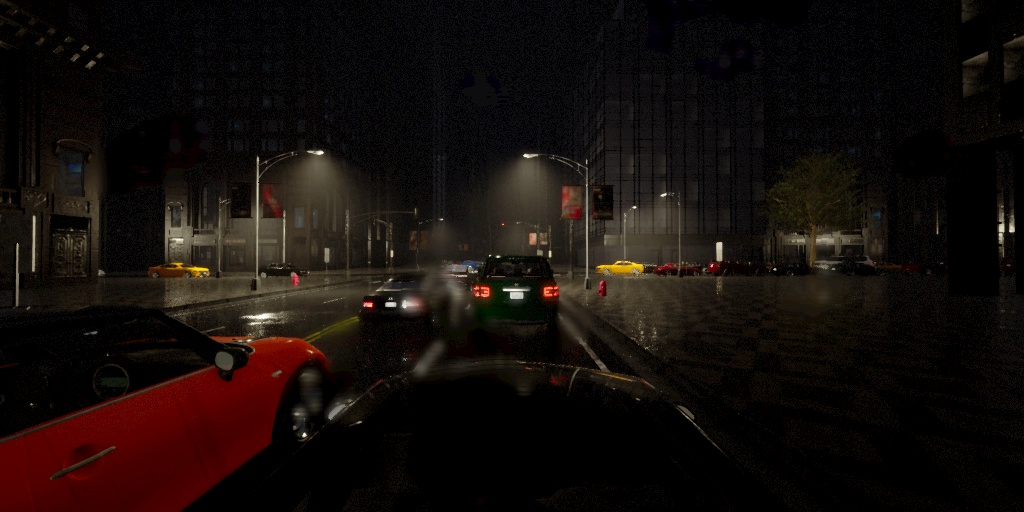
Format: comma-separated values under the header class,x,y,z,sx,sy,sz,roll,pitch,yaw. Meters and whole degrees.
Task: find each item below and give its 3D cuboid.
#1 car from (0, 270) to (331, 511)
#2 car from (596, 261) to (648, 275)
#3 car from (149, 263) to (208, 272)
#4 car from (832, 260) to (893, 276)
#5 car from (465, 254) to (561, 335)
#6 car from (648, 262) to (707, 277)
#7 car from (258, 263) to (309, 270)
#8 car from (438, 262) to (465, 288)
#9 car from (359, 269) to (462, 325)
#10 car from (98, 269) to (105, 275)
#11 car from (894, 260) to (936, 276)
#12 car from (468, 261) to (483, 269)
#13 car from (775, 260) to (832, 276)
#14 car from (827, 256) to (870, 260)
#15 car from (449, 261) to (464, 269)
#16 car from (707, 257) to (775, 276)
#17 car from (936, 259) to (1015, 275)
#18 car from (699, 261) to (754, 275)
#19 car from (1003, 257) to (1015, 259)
class,x,y,z,sx,sy,sz,roll,pitch,yaw
car,-3.146,1.102,2.342,2.097,1.767,4.553,0,0,0
car,11.702,1.305,39.125,5.008,1.535,1.882,0,-1,0
car,-32.873,1.452,35.489,5.008,1.535,1.882,0,-1,0
car,32.282,1.260,33.605,4.313,1.339,1.948,0,0,-1
car,0.115,0.979,10.670,2.150,2.045,5.566,0,0,0
car,15.369,1.327,33.370,4.207,1.307,1.802,0,0,-1
car,-22.556,1.432,35.460,4.892,1.490,1.837,0,-1,0
car,-3.122,1.280,21.491,2.128,1.511,4.902,0,0,0
car,-3.120,1.307,11.754,2.033,1.411,5.357,0,0,0
car,-43.294,1.548,35.519,4.674,1.442,1.812,0,-1,0
car,42.570,1.179,36.378,5.008,1.535,1.882,0,-1,0
car,-6.454,1.600,64.073,2.033,1.411,5.357,0,0,1
car,26.645,1.276,33.526,4.313,1.339,1.948,0,0,-1
car,36.301,0.977,39.426,5.566,2.045,2.150,0,-1,0
car,-9.713,1.572,63.218,1.812,1.442,4.674,0,0,1
car,21.008,1.041,33.449,5.009,1.841,2.192,0,0,-1
car,43.558,1.214,33.761,4.507,1.381,1.888,0,0,-1
car,23.384,1.293,39.255,4.892,1.490,1.837,0,-1,-1
car,49.197,0.973,33.839,5.009,1.841,2.192,0,0,-1
